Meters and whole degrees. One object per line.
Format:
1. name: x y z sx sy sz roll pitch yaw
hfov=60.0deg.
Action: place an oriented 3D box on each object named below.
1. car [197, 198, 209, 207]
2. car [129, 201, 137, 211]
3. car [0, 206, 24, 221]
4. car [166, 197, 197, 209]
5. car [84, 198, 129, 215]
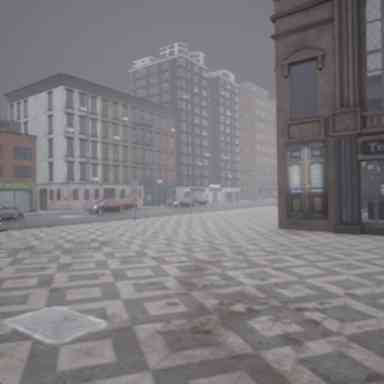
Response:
1. car: 1.067 1.782 57.710 1.882 1.535 5.008 -1 -1 35
2. car: -9.416 1.775 43.163 1.882 1.535 5.008 -1 -1 36
3. car: -16.385 1.837 27.786 1.994 1.385 4.181 -1 -1 35
4. car: -1.793 1.574 48.230 2.097 1.767 4.553 -1 -1 36
5. car: -9.731 1.602 37.129 2.097 1.767 4.553 -1 -1 35
